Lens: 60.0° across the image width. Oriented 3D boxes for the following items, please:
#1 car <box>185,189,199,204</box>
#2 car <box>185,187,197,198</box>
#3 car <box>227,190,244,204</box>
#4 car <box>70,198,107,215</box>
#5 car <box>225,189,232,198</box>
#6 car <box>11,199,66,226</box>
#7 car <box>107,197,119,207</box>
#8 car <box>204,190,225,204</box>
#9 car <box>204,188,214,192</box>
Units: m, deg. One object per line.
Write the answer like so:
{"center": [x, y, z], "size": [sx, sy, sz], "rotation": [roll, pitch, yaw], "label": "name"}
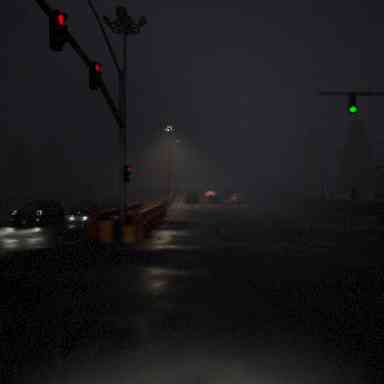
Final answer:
{"center": [0.014, 0.809, 52.268], "size": [2.097, 1.767, 4.553], "rotation": [0, 4, 0], "label": "car"}
{"center": [-0.138, 0.119, 62.320], "size": [2.128, 1.511, 4.902], "rotation": [0, 6, 0], "label": "car"}
{"center": [7.015, 1.005, 51.977], "size": [1.812, 1.442, 4.674], "rotation": [0, 4, 0], "label": "car"}
{"center": [-10.598, 1.527, 33.837], "size": [2.033, 1.411, 5.357], "rotation": [0, 0, 0], "label": "car"}
{"center": [6.863, 0.172, 62.175], "size": [1.812, 1.442, 4.674], "rotation": [0, 6, 0], "label": "car"}
{"center": [-10.591, 1.338, 23.206], "size": [2.097, 1.767, 4.553], "rotation": [0, 0, 0], "label": "car"}
{"center": [-10.611, 1.364, 44.259], "size": [1.812, 1.442, 4.674], "rotation": [0, 2, 0], "label": "car"}
{"center": [3.513, 0.961, 52.117], "size": [2.128, 1.511, 4.902], "rotation": [0, 4, 0], "label": "car"}
{"center": [3.363, -0.002, 62.145], "size": [2.097, 1.767, 4.553], "rotation": [0, 6, 0], "label": "car"}
